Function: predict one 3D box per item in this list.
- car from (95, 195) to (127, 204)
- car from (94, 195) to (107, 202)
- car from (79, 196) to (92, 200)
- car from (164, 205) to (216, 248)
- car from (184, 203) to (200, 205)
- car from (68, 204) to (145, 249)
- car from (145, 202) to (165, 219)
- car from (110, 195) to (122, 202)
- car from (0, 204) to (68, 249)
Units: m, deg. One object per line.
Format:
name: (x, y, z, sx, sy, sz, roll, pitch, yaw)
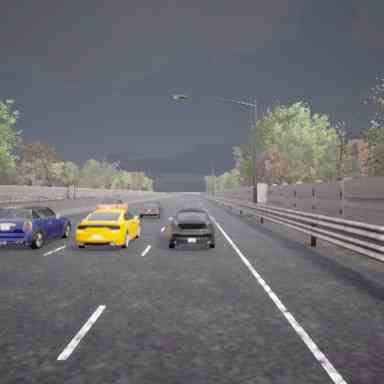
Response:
car: (-7.000, 1.379, 29.621, 2.097, 1.767, 4.553, 0, 0, 0)
car: (-21.000, 1.540, 76.716, 1.812, 1.442, 4.674, 0, 0, 0)
car: (-24.500, 1.568, 76.715, 1.994, 1.385, 4.181, 0, 0, 0)
car: (0.000, 1.521, 14.650, 1.837, 1.490, 4.892, 0, 0, 0)
car: (0.000, 1.629, 29.681, 1.895, 1.301, 4.718, 0, 0, 0)
car: (-3.500, 1.489, 14.650, 1.882, 1.535, 5.008, 0, 0, 0)
car: (-3.500, 1.576, 29.651, 2.033, 1.411, 5.357, 0, 0, 0)
car: (-17.500, 1.516, 76.716, 1.837, 1.490, 4.892, 0, 0, 0)
car: (-7.000, 1.370, 14.621, 2.097, 1.767, 4.553, 0, 0, 0)
